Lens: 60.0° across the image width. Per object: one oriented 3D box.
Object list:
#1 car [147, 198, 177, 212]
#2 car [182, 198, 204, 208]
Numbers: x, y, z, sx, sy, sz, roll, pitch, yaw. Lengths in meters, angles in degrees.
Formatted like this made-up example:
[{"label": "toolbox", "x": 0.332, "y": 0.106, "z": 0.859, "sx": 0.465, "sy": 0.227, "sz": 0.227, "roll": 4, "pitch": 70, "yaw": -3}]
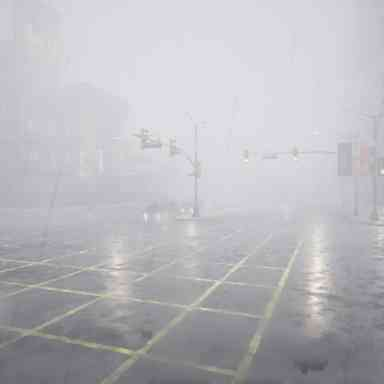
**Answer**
[{"label": "car", "x": -3.479, "y": 1.478, "z": 38.998, "sx": 1.882, "sy": 1.535, "sz": 5.008, "roll": 0, "pitch": 0, "yaw": 23}, {"label": "car", "x": 0.158, "y": 1.601, "z": 48.543, "sx": 1.895, "sy": 1.301, "sz": 4.718, "roll": 0, "pitch": 0, "yaw": 21}]
